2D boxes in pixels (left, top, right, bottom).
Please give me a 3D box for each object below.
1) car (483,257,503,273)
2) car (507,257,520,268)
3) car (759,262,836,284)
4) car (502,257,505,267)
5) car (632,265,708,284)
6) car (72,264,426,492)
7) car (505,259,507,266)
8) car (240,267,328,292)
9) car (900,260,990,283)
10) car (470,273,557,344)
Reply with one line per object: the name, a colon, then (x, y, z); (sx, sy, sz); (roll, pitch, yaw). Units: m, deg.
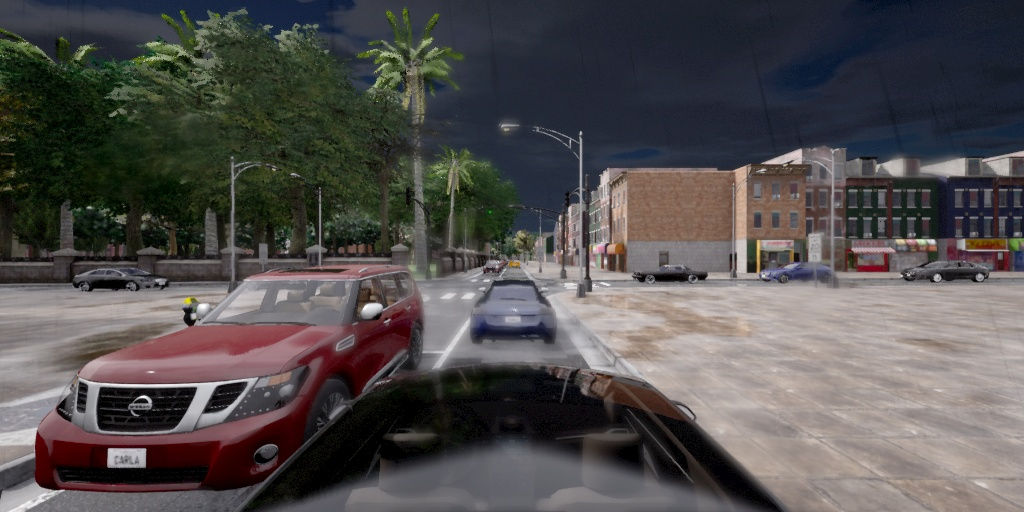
car: (-2.399, 1.268, 43.115); (1.967, 1.591, 4.097); (0, 0, 0)
car: (0.463, 1.402, 64.387); (1.882, 1.535, 5.008); (0, 0, 0)
car: (20.030, 1.145, 25.218); (4.674, 1.442, 1.812); (0, 0, 0)
car: (-2.365, 1.290, 48.803); (1.967, 1.591, 4.097); (0, 0, 0)
car: (10.982, 1.279, 25.271); (4.718, 1.301, 1.895); (0, 0, 1)
car: (-2.622, 1.065, 4.970); (2.192, 1.841, 5.009); (0, 0, 0)
car: (-2.299, 1.484, 60.180); (1.802, 1.307, 4.207); (0, 0, 0)
car: (-14.143, 1.456, 22.427); (4.181, 1.385, 1.994); (-1, 0, 0)
car: (30.271, 1.072, 25.167); (4.892, 1.490, 1.837); (0, 0, 0)
car: (0.042, 1.316, 9.593); (1.994, 1.385, 4.181); (0, 0, 0)
